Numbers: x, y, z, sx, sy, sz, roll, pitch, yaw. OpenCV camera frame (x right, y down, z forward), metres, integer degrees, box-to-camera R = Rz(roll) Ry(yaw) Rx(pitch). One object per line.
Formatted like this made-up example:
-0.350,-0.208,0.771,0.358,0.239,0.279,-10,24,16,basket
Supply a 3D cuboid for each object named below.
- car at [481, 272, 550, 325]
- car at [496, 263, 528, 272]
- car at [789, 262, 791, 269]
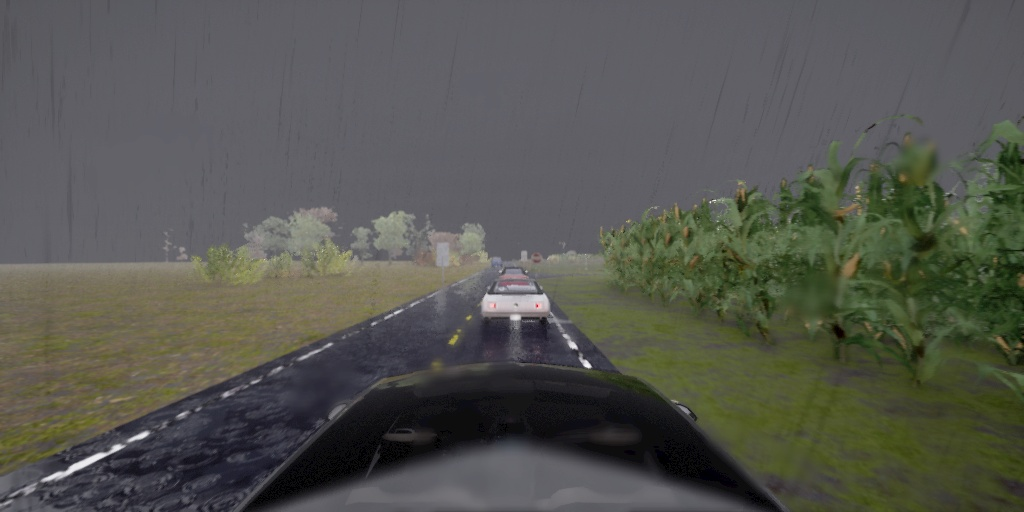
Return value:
0.101,1.380,11.893,1.895,1.301,4.718,0,0,0,car
0.104,1.380,23.072,1.994,1.385,4.181,0,0,0,car
32.385,1.052,41.410,5.008,1.535,1.882,-1,-1,-1,car
